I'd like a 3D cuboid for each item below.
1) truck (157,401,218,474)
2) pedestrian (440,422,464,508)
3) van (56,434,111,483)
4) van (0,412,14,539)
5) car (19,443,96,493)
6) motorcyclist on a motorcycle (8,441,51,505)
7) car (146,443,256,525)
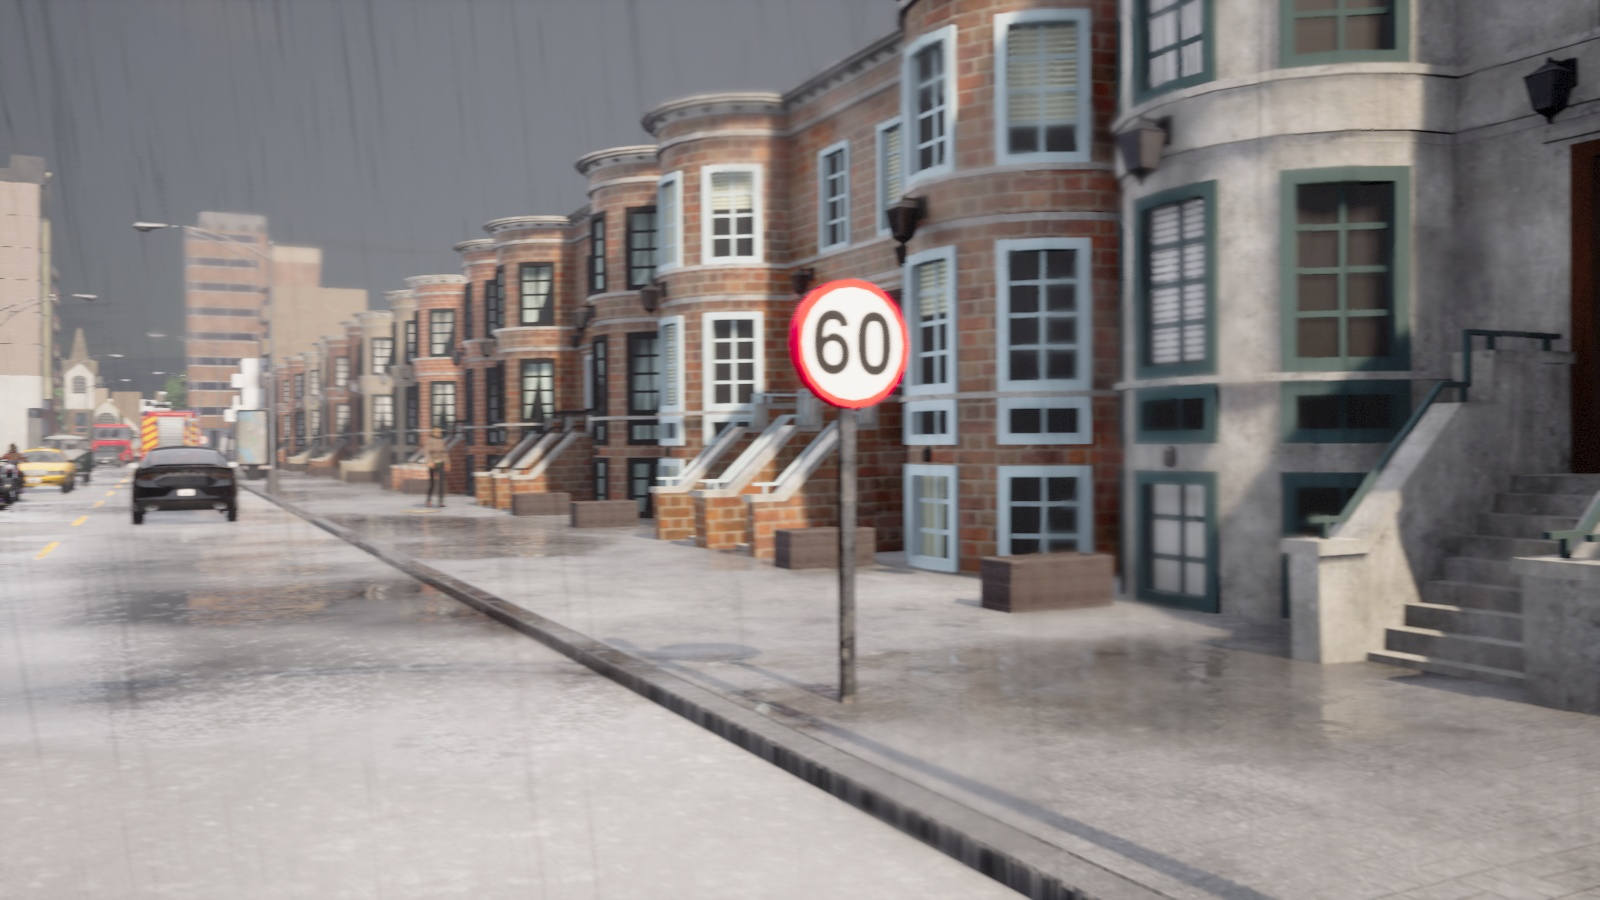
[{"bbox_3d":[-34.068,-0.684,69.849,2.891,3.827,8.468,0,0,-26],"label":"truck"},{"bbox_3d":[-7.589,0.321,27.368,0.331,1.846,0.634,0,0,-32],"label":"pedestrian"},{"bbox_3d":[-30.324,0.312,53.240,1.775,1.987,4.442,0,1,-26],"label":"van"},{"bbox_3d":[-13.615,0.415,19.386,2.069,2.038,4.480,0,0,-26],"label":"van"},{"bbox_3d":[-24.901,0.544,42.255,1.801,1.575,5.366,0,0,-26],"label":"car"},{"bbox_3d":[-20.802,0.587,33.952,0.766,1.649,2.350,0,1,-26],"label":"motorcyclist on a motorcycle"},{"bbox_3d":[-12.514,0.623,26.198,1.882,1.535,5.008,0,0,-26],"label":"car"}]
